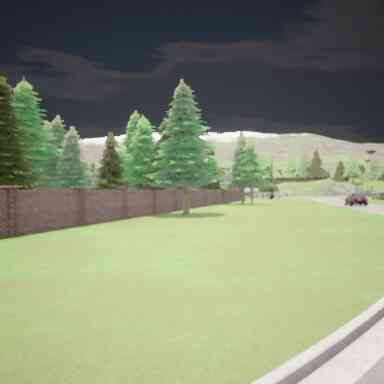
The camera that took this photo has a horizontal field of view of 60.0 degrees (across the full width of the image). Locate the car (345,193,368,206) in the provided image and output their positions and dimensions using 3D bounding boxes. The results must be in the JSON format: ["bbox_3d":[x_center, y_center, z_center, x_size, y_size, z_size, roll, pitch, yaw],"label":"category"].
[{"bbox_3d":[22.500,0.960,45.652,2.097,1.767,4.553,-1,0,14],"label":"car"}]
